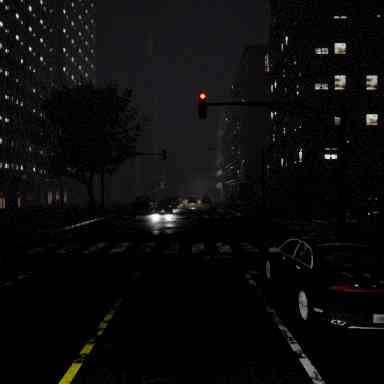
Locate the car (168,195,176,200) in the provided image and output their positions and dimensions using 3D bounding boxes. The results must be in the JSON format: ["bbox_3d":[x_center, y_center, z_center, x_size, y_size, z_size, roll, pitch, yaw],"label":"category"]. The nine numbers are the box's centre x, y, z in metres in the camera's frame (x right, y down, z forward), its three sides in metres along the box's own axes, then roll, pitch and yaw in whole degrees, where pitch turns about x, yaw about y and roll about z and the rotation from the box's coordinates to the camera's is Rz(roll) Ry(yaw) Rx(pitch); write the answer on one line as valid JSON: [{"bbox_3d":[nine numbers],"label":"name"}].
[{"bbox_3d":[-5.677,1.654,94.489,2.008,1.369,4.403,0,0,0],"label":"car"}]

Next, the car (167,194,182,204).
[{"bbox_3d":[-3.076,1.563,55.403,1.812,1.442,4.674,0,0,0],"label":"car"}]

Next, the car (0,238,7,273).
[{"bbox_3d":[-5.690,1.545,6.872,1.887,1.381,4.507,0,0,0],"label":"car"}]

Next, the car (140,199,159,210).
[{"bbox_3d":[-5.685,1.592,44.784,1.947,1.339,4.313,0,0,0],"label":"car"}]

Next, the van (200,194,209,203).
[{"bbox_3d":[2.700,1.402,72.397,1.690,1.788,3.998,0,0,0],"label":"van"}]

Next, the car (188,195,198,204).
[{"bbox_3d":[0.111,1.648,63.804,1.895,1.301,4.718,0,0,0],"label":"car"}]

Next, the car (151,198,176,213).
[{"bbox_3d":[-3.083,1.620,37.110,1.895,1.301,4.718,0,0,-1],"label":"car"}]

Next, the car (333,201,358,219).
[{"bbox_3d":[13.430,1.350,26.275,4.403,1.369,2.008,-1,1,-1],"label":"car"}]

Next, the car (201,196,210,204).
[{"bbox_3d":[2.700,1.578,67.043,1.752,1.417,4.829,0,0,0],"label":"car"}]

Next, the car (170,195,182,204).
[{"bbox_3d":[-3.032,1.402,65.121,2.097,1.767,4.553,0,0,0],"label":"car"}]

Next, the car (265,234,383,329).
[{"bbox_3d":[2.690,1.551,6.871,2.008,1.369,4.403,0,0,0],"label":"car"}]

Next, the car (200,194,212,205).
[{"bbox_3d":[2.699,1.611,61.350,1.947,1.339,4.313,0,0,0],"label":"car"}]

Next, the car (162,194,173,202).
[{"bbox_3d":[-5.680,1.386,77.920,2.192,1.841,5.009,0,0,0],"label":"car"}]

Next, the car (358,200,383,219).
[{"bbox_3d":[14.956,1.283,23.740,4.892,1.490,1.837,-1,0,-3],"label":"car"}]

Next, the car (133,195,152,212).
[{"bbox_3d":[-5.686,1.336,39.261,2.192,1.841,5.009,0,0,0],"label":"car"}]

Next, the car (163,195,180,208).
[{"bbox_3d":[-3.091,1.554,46.223,1.812,1.442,4.674,0,0,0],"label":"car"}]
